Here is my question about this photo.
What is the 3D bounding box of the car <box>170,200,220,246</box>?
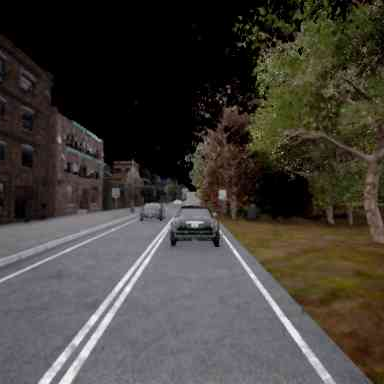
[{"bbox_3d":[0.124,1.397,15.677,2.097,1.767,4.553,0,0,0],"label":"car"}]

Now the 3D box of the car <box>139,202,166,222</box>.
[{"bbox_3d":[-3.288,1.661,28.296,1.837,1.490,4.892,0,-1,0],"label":"car"}]

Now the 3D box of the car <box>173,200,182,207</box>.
[{"bbox_3d":[-2.979,2.388,69.041,1.812,1.442,4.674,0,-1,0],"label":"car"}]
